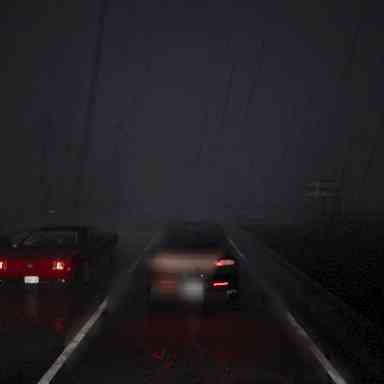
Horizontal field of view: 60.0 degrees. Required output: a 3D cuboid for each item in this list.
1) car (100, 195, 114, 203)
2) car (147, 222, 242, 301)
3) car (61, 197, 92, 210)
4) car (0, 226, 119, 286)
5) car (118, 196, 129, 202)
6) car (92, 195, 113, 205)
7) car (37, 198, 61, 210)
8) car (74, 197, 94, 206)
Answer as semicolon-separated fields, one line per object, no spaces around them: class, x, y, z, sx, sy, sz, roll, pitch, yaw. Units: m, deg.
car;-18.441;1.492;72.258;1.837;1.490;4.892;0;0;0
car;0.064;1.491;8.291;2.128;1.511;4.902;0;0;1
car;-15.063;1.560;43.580;1.994;1.385;4.181;0;0;0
car;-3.427;1.600;9.379;1.895;1.301;4.718;0;0;0
car;-14.941;1.545;71.852;1.994;1.385;4.181;0;0;0
car;-15.032;1.347;56.787;2.097;1.767;4.553;0;0;0
car;-18.563;1.521;43.739;1.812;1.442;4.674;0;0;0
car;-18.526;1.595;57.317;1.895;1.301;4.718;0;0;0
